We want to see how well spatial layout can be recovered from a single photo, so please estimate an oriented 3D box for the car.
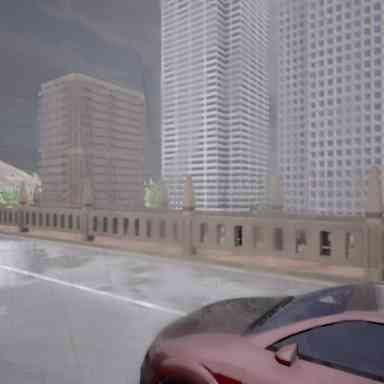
[{"bbox_3d":[1.524,1.565,2.904,4.181,1.385,1.994,0,0,36],"label":"car"}]
